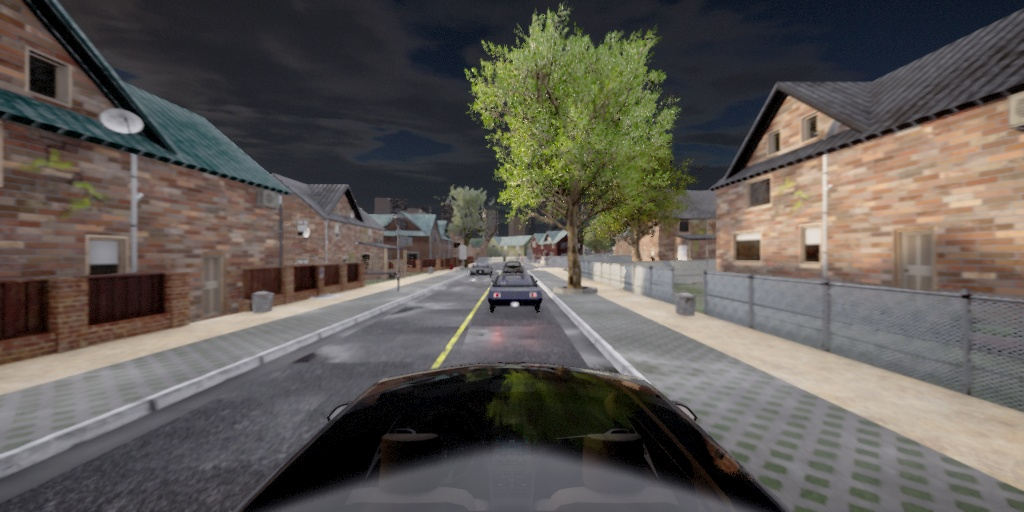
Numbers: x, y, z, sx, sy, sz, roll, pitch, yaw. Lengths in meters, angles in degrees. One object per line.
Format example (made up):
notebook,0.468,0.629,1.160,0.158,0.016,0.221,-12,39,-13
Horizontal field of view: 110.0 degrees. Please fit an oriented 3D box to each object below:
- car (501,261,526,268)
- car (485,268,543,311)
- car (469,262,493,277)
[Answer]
car,0.109,1.202,31.460,1.837,1.490,4.892,0,0,0
car,0.104,1.329,14.200,1.895,1.301,4.718,0,0,0
car,-2.818,1.256,33.851,1.994,1.385,4.181,0,0,0
